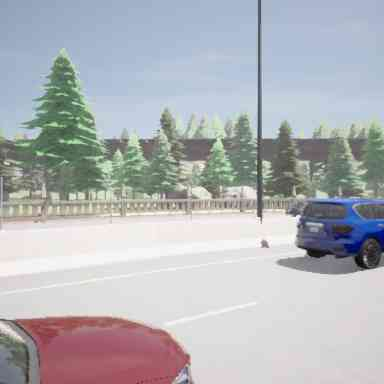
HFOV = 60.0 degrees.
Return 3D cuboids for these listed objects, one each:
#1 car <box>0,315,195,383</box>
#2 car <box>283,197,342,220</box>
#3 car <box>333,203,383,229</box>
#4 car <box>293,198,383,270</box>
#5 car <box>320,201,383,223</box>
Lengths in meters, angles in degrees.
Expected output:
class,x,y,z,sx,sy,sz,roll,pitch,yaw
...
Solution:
class,x,y,z,sx,sy,sz,roll,pitch,yaw
car,-2.106,1.526,2.130,4.674,1.442,1.812,0,0,-35
car,10.364,1.352,28.721,4.553,1.767,2.097,0,0,-21
car,11.701,1.525,21.755,4.674,1.442,1.812,0,0,-22
car,6.011,1.222,11.210,5.566,2.045,2.150,0,0,-28
car,12.595,1.477,25.864,5.008,1.535,1.882,0,0,-21
